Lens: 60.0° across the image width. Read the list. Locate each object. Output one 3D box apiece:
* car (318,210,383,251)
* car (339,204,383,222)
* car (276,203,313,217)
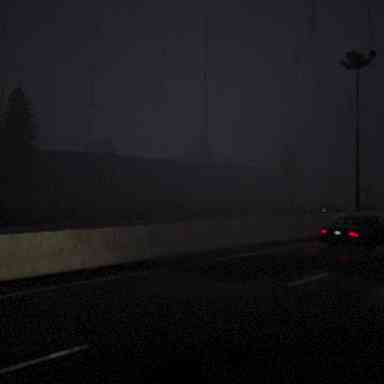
[{"bbox_3d":[7.803,1.737,15.078,5.357,1.411,2.033,1,-1,-40],"label":"car"},{"bbox_3d":[16.328,1.945,31.761,5.357,1.411,2.033,1,-1,-40],"label":"car"},{"bbox_3d":[11.378,1.985,36.737,4.181,1.385,1.994,1,-1,-40],"label":"car"}]
